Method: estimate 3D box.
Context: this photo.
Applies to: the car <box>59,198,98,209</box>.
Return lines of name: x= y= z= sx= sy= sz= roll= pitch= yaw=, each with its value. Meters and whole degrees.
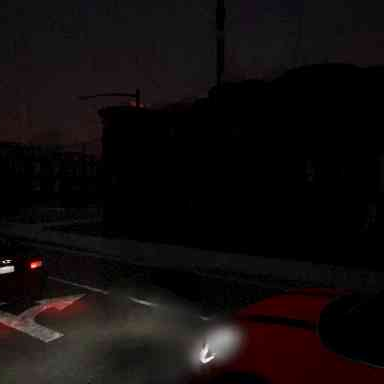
car: x=-15.899 y=1.546 z=46.843 sx=2.033 sy=1.411 sz=5.357 roll=0 pitch=0 yaw=36

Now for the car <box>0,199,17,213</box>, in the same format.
car: x=-20.628 y=1.492 z=34.182 sx=2.128 sy=1.511 sz=4.902 roll=0 pitch=0 yaw=35

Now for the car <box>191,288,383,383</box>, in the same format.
car: x=2.183 y=1.352 z=2.440 sx=4.553 sy=1.767 sz=2.097 roll=0 pitch=0 yaw=36

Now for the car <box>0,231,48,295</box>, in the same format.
car: x=-5.566 y=1.547 z=7.940 sx=5.357 sy=1.411 sz=2.033 roll=0 pitch=0 yaw=38
